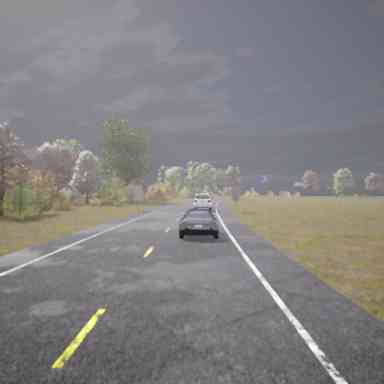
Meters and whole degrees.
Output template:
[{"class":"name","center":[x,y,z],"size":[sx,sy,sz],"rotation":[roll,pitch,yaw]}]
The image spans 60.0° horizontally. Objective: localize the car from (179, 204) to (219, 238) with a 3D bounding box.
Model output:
[{"class":"car","center":[0.367,1.570,17.649],"size":[1.994,1.385,4.181],"rotation":[0,0,1]}]

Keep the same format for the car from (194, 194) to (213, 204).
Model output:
[{"class":"car","center":[1.369,1.238,41.083],"size":[2.150,2.045,5.566],"rotation":[0,0,3]}]
